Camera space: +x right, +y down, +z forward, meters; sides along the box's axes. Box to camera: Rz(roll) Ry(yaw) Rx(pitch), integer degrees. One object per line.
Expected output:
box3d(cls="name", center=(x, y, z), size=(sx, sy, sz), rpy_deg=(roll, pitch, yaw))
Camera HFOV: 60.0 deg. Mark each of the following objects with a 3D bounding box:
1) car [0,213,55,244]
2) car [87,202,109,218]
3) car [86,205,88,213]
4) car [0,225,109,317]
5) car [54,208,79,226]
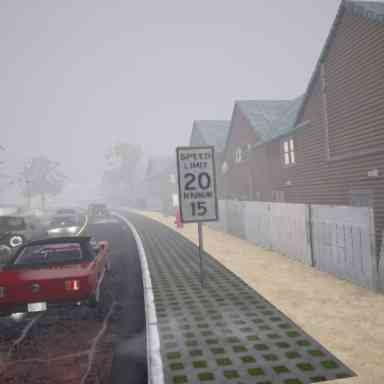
box3d(cls="car", center=(-6.936, 1.680, 12.602), size=(2.097, 1.767, 4.553), rpy_deg=(-3, 0, -12))
box3d(cls="car", center=(-10.363, 2.006, 37.107), size=(1.837, 1.490, 4.892), rpy_deg=(-3, 0, -18))
box3d(cls="car", center=(-13.905, 2.200, 46.908), size=(1.812, 1.442, 4.674), rpy_deg=(-3, 0, -23))
box3d(cls="car", center=(-3.040, 1.707, 7.891), size=(1.895, 1.301, 4.718), rpy_deg=(-3, 0, -10))
box3d(cls="car", center=(-10.581, 2.071, 27.921), size=(2.033, 1.411, 5.357), rpy_deg=(-3, 0, -16))
